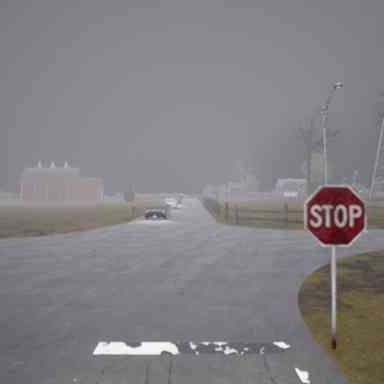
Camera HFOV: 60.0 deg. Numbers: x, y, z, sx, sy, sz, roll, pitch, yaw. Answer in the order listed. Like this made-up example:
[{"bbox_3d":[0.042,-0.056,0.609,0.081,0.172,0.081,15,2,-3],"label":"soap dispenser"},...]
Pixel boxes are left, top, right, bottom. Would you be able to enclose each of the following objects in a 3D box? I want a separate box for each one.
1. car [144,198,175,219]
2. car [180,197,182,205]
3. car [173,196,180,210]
[{"bbox_3d":[-2.889,1.543,28.993,2.033,1.411,5.357,0,0,1],"label":"car"},{"bbox_3d":[-2.809,1.497,60.558,2.128,1.511,4.902,0,0,1],"label":"car"},{"bbox_3d":[-2.857,1.524,42.199,1.812,1.442,4.674,0,0,0],"label":"car"}]
